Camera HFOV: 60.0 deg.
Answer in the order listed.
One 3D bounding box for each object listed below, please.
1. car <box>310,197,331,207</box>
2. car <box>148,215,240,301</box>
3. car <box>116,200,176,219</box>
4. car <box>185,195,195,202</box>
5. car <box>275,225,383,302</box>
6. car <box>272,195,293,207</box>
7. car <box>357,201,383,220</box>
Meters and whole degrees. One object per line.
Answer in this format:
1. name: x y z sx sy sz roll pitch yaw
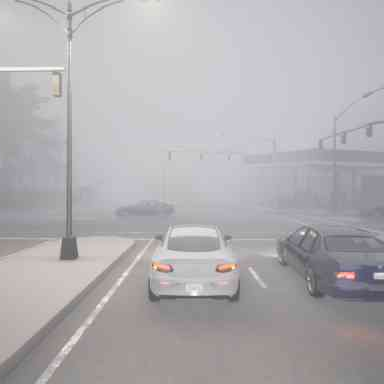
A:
1. car: 18.666 1.432 48.567 1.970 1.475 3.806 0 0 0
2. car: 0.039 1.516 8.149 1.812 1.442 4.674 0 0 0
3. car: -3.809 1.447 27.540 4.902 1.511 2.128 0 0 1
4. car: -0.434 1.427 72.766 1.812 1.442 4.674 0 0 0
5. car: 3.518 1.545 8.454 2.033 1.411 5.357 0 0 3
6. car: 12.926 1.260 47.770 2.242 1.667 4.611 0 0 0
7. car: 16.321 1.504 27.669 4.892 1.490 1.837 0 0 -1
